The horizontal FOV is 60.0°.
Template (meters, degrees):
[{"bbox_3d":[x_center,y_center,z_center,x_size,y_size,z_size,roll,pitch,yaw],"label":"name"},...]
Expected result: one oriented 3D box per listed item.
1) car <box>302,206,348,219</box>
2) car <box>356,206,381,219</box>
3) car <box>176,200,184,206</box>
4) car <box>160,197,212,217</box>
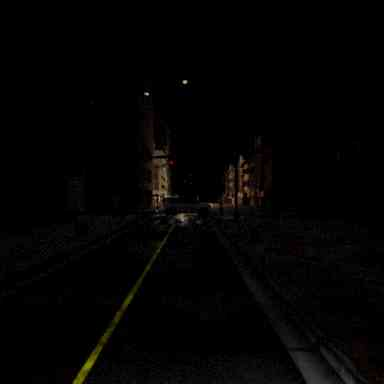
[{"bbox_3d":[13.226,2.055,33.117,4.313,1.339,1.947,0,-1,0],"label":"car"},{"bbox_3d":[19.019,2.060,33.129,4.829,1.417,1.752,0,-1,0],"label":"car"},{"bbox_3d":[-2.735,2.549,77.514,1.812,1.442,4.674,0,-1,0],"label":"car"},{"bbox_3d":[-0.627,1.576,35.704,5.566,2.045,2.150,0,0,0],"label":"car"}]
